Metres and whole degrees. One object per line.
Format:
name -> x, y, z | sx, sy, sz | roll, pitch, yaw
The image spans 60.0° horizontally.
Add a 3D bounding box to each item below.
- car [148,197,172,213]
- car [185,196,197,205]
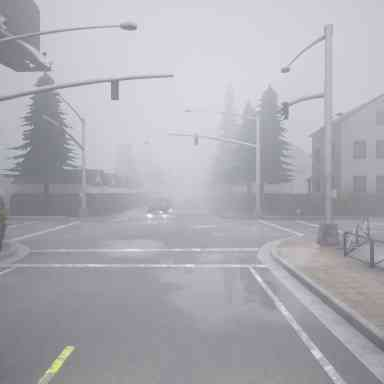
car -> -3.666, 1.352, 37.036 | 2.097, 1.767, 4.553 | 0, 0, 0
car -> -0.108, 1.491, 59.238 | 2.128, 1.511, 4.902 | 0, 0, 0
